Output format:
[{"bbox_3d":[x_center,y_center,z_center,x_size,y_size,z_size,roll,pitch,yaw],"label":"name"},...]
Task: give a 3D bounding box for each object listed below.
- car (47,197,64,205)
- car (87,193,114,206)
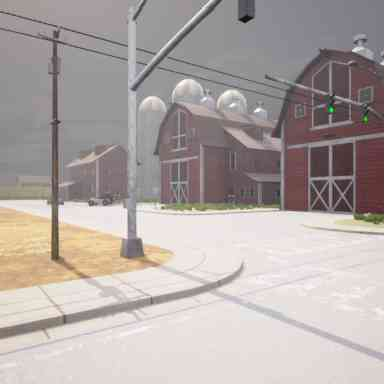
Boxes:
[{"bbox_3d":[-23.266,1.537,56.583,1.994,1.385,4.181,0,0,-36],"label":"car"},{"bbox_3d":[-13.797,1.118,50.595,3.866,1.878,1.905,-2,5,11],"label":"car"}]
